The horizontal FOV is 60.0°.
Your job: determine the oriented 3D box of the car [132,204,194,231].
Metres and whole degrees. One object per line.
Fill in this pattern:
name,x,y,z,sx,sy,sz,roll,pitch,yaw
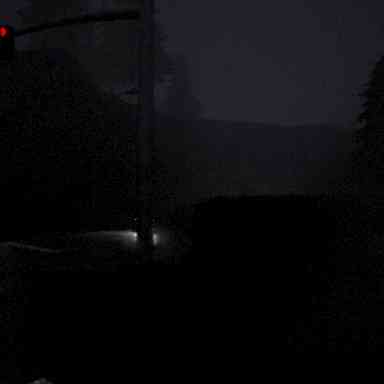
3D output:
car,-1.194,1.470,20.618,2.033,1.411,5.357,0,0,36
